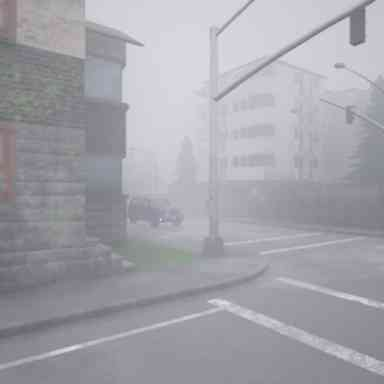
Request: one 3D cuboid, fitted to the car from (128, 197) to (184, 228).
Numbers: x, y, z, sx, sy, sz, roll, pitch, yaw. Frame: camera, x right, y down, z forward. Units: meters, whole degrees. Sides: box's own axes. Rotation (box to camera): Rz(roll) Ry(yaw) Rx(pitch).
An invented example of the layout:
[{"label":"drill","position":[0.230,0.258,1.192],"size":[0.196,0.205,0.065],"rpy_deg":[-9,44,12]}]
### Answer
[{"label":"car","position":[-2.832,1.420,24.850],"size":[2.150,2.045,5.566],"rpy_deg":[0,0,-36]}]
